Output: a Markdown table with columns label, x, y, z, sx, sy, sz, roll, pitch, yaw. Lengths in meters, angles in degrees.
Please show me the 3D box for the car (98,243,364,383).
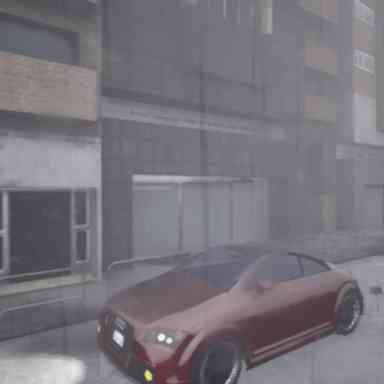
| label | x | y | z | sx | sy | sz | roll | pitch | yaw |
| --- | --- | --- | --- | --- | --- | --- | --- | --- | --- |
| car | 0.756 | 1.544 | 5.106 | 4.181 | 1.385 | 1.994 | 0 | 0 | -35 |
